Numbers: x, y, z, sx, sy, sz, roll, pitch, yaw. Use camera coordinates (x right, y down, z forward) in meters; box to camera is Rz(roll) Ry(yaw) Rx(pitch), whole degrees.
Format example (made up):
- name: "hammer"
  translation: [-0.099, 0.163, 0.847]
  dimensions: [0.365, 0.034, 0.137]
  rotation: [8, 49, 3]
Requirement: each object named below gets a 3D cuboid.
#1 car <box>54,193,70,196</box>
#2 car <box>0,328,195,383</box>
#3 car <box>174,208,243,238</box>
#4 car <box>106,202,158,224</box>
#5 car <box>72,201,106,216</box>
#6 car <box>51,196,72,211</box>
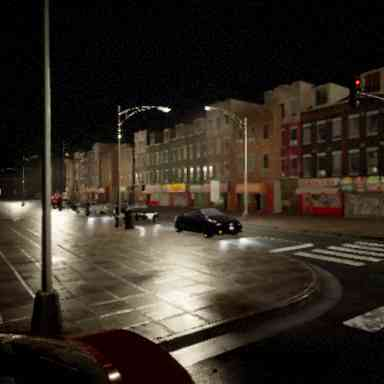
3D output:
- name: "car"
  translation: [-21.409, 1.223, 54.204]
  dimensions: [2.150, 2.045, 5.566]
  rotation: [0, 0, -35]
- name: "car"
  translation: [-2.009, 1.544, 1.383]
  dimensions: [4.507, 1.381, 1.887]
  rotation: [0, 0, -36]
- name: "car"
  translation: [0.791, 1.582, 17.890]
  dimensions: [1.994, 1.385, 4.181]
  rotation: [0, 0, -35]
- name: "car"
  translation: [-4.322, 1.502, 25.082]
  dimensions: [2.128, 1.511, 4.902]
  rotation: [0, 0, -35]
- name: "car"
  translation: [-10.153, 1.608, 33.297]
  dimensions: [1.895, 1.301, 4.718]
  rotation: [0, 0, -35]
- name: "car"
  translation: [-16.069, 1.536, 41.688]
  dimensions: [1.812, 1.442, 4.674]
  rotation: [0, 0, -35]
